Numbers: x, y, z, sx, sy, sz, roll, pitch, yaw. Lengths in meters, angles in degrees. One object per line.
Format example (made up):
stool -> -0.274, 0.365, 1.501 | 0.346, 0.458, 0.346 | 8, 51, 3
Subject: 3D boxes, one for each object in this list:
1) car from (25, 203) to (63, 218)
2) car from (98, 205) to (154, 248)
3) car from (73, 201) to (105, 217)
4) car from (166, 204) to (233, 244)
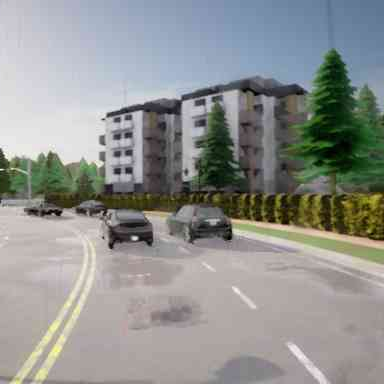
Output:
car -> -14.519, 1.767, 32.448 | 4.718, 1.301, 1.895 | -1, 0, 43
car -> -3.045, 1.550, 15.160 | 1.837, 1.490, 4.892 | 0, 0, -20
car -> -10.001, 1.632, 32.734 | 1.837, 1.490, 4.892 | 0, -1, -42
car -> 0.205, 1.371, 16.282 | 2.097, 1.767, 4.553 | -1, 0, -19
